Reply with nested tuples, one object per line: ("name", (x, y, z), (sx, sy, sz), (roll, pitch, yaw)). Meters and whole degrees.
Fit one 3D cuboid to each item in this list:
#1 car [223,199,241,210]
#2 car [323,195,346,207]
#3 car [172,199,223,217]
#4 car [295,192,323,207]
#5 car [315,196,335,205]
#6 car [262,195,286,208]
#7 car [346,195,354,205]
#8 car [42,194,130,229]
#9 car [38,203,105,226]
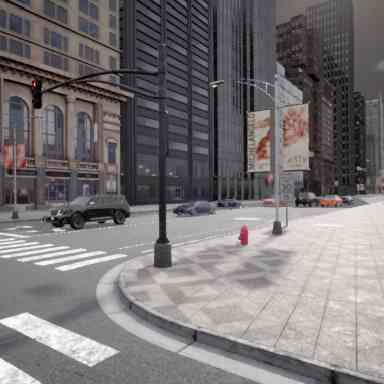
("car", (4.442, 1.533, 42.583), (1.895, 1.301, 4.718), (-1, 0, 36))
("car", (19.897, 1.189, 47.174), (2.097, 1.767, 4.553), (-1, 0, 36))
("car", (0.410, 1.483, 31.334), (2.033, 1.411, 5.357), (-1, 0, 35))
("car", (16.758, 1.083, 48.374), (2.150, 2.045, 5.566), (-1, 0, 36))
("car", (22.851, 1.398, 56.930), (2.033, 1.411, 5.357), (-1, 0, 35))
("car", (11.547, 1.245, 46.889), (2.097, 1.767, 4.553), (-1, 0, 36))
("car", (25.281, 1.332, 54.740), (1.837, 1.490, 4.892), (-1, 0, 35))
("car", (-6.519, 1.187, 21.598), (2.150, 2.045, 5.566), (-1, 0, 35))
("car", (-8.648, 1.550, 24.206), (1.994, 1.385, 4.181), (-1, 0, 35))
